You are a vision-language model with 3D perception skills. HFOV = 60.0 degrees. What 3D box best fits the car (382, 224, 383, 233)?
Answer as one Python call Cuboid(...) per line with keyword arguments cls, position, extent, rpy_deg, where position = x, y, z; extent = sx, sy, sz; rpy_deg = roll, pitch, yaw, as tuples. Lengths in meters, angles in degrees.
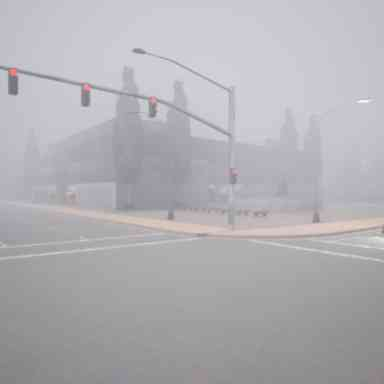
Cuboid(cls="car", position=(11.714, 1.582, 17.386), extent=(4.181, 1.385, 1.994), rpy_deg=(0, 0, -38))
